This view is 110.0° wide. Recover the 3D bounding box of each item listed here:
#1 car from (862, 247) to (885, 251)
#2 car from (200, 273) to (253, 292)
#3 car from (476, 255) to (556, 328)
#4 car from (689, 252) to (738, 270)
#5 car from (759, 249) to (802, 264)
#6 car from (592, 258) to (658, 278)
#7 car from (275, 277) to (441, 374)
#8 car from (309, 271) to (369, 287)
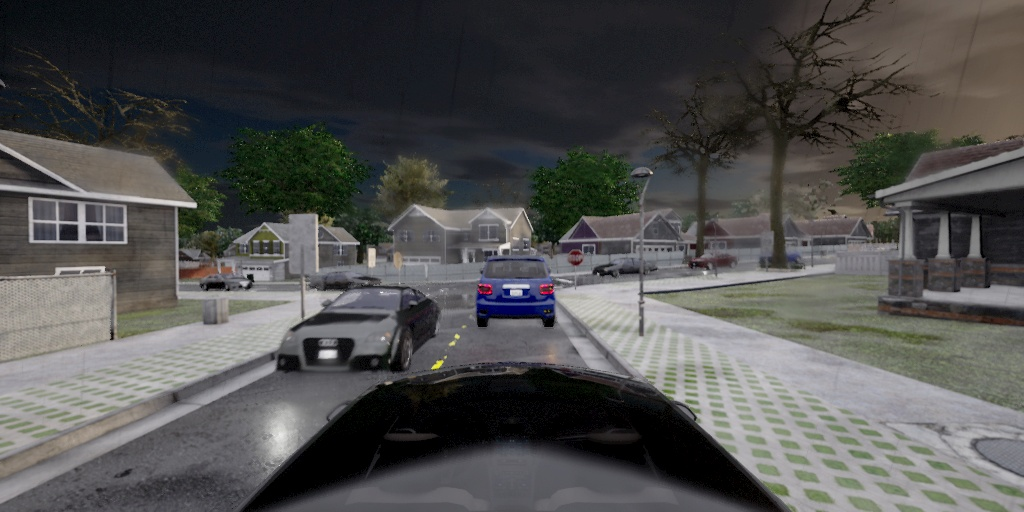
[{"bbox_3d":[40.122,-0.274,39.656,5.357,1.411,2.033,-2,2,-25],"label":"car"},{"bbox_3d":[-23.976,2.189,30.078,4.902,1.511,2.128,-2,0,23],"label":"car"},{"bbox_3d":[0.115,0.990,11.566,2.150,2.045,5.566,0,0,0],"label":"car"},{"bbox_3d":[18.324,0.392,32.677,5.008,1.535,1.882,-2,2,-25],"label":"car"},{"bbox_3d":[27.760,0.025,37.091,5.008,1.535,1.882,-2,2,-25],"label":"car"},{"bbox_3d":[8.990,0.863,28.371,5.357,1.411,2.033,-3,2,-23],"label":"car"},{"bbox_3d":[-2.801,1.324,7.489,1.994,1.385,4.181,0,0,1],"label":"car"},{"bbox_3d":[-11.671,1.774,25.159,5.357,1.411,2.033,-2,0,21],"label":"car"}]
